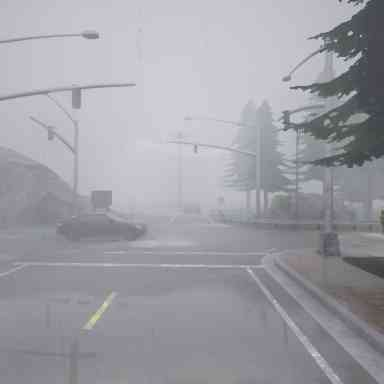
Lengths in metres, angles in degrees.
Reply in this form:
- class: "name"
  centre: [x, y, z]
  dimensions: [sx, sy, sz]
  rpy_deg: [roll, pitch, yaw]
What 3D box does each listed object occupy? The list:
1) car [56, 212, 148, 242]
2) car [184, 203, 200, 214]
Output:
- class: "car"
  centre: [-4.686, 1.781, 17.533]
  dimensions: [4.674, 1.442, 1.812]
  rpy_deg: [0, -1, 0]
- class: "car"
  centre: [0.016, 2.032, 42.108]
  dimensions: [1.994, 1.385, 4.181]
  rpy_deg: [0, -1, 1]
